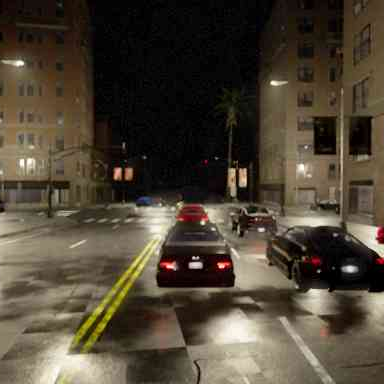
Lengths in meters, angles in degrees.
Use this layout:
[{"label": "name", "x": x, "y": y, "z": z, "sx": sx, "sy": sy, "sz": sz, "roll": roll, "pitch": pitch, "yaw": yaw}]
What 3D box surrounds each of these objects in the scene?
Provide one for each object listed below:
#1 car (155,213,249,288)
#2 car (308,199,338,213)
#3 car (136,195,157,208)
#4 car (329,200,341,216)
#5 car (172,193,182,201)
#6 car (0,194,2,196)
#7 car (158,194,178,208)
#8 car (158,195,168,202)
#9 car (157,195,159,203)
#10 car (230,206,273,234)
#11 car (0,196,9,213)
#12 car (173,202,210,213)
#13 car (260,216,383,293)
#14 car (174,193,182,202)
[{"label": "car", "x": 0.065, "y": 1.543, "z": 9.301, "sx": 2.033, "sy": 1.411, "sz": 5.357, "roll": 0, "pitch": 0, "yaw": 0}, {"label": "car", "x": 15.909, "y": 1.589, "z": 38.200, "sx": 4.902, "sy": 1.511, "sz": 2.128, "roll": 0, "pitch": 1, "yaw": 2}, {"label": "car", "x": -6.862, "y": 1.455, "z": 48.684, "sx": 1.882, "sy": 1.535, "sz": 5.008, "roll": 0, "pitch": 0, "yaw": 2}, {"label": "car", "x": 16.119, "y": 1.752, "z": 32.261, "sx": 4.313, "sy": 1.339, "sz": 1.947, "roll": 0, "pitch": 0, "yaw": 0}, {"label": "car", "x": -3.485, "y": 1.164, "z": 80.250, "sx": 2.150, "sy": 2.045, "sz": 5.566, "roll": 0, "pitch": 0, "yaw": 0}, {"label": "car", "x": -23.997, "y": 1.073, "z": 37.639, "sx": 5.009, "sy": 1.841, "sz": 2.192, "roll": 0, "pitch": 0, "yaw": -9}, {"label": "car", "x": -3.485, "y": 1.482, "z": 49.165, "sx": 1.837, "sy": 1.490, "sz": 4.892, "roll": 0, "pitch": 0, "yaw": 0}, {"label": "car", "x": -6.730, "y": 1.500, "z": 78.243, "sx": 1.994, "sy": 1.385, "sz": 4.181, "roll": 0, "pitch": 0, "yaw": 0}, {"label": "car", "x": -6.730, "y": 1.321, "z": 63.715, "sx": 2.097, "sy": 1.767, "sz": 4.553, "roll": 0, "pitch": 0, "yaw": 0}, {"label": "car", "x": 3.198, "y": 1.496, "z": 17.778, "sx": 1.837, "sy": 1.490, "sz": 4.892, "roll": 0, "pitch": 0, "yaw": 0}, {"label": "car", "x": -20.459, "y": 1.388, "z": 32.340, "sx": 4.674, "sy": 1.442, "sz": 1.812, "roll": 0, "pitch": 1, "yaw": -8}, {"label": "car", "x": 0.045, "y": 1.516, "z": 18.827, "sx": 1.812, "sy": 1.442, "sz": 4.674, "roll": 0, "pitch": 0, "yaw": 0}, {"label": "car", "x": 3.283, "y": 1.559, "z": 8.865, "sx": 1.994, "sy": 1.385, "sz": 4.181, "roll": 0, "pitch": 0, "yaw": 1}, {"label": "car", "x": -3.455, "y": 1.442, "z": 68.389, "sx": 1.882, "sy": 1.535, "sz": 5.008, "roll": 0, "pitch": 0, "yaw": 0}]
